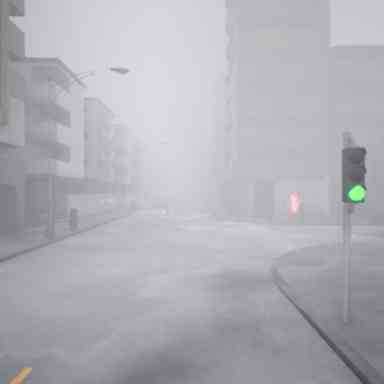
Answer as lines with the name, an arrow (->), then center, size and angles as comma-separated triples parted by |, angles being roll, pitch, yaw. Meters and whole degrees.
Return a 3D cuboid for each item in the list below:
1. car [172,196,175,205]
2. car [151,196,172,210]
car -> -4.006, 1.412, 58.314 | 1.837, 1.490, 4.892 | 0, 0, 1
car -> -4.065, 1.480, 42.173 | 2.033, 1.411, 5.357 | 0, 0, 0
